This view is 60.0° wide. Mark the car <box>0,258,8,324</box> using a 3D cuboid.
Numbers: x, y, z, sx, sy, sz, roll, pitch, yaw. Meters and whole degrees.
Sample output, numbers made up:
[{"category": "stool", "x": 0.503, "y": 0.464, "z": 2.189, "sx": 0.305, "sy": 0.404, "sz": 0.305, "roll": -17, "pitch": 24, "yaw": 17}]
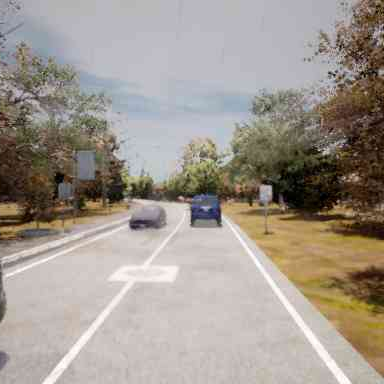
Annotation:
[{"category": "car", "x": -3.515, "y": 1.211, "z": 2.096, "sx": 2.150, "sy": 2.045, "sz": 5.566, "roll": 0, "pitch": 1, "yaw": 1}]

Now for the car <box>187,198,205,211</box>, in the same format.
[{"category": "car", "x": 0.407, "y": 1.613, "z": 43.495, "sx": 1.837, "sy": 1.490, "sz": 4.892, "roll": 1, "pitch": 0, "yaw": -5}]

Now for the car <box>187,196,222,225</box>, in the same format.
[{"category": "car", "x": 0.995, "y": 1.274, "z": 24.597, "sx": 2.150, "sy": 2.045, "sz": 5.566, "roll": 0, "pitch": 0, "yaw": 2}]

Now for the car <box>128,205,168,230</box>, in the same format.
[{"category": "car", "x": -2.735, "y": 1.591, "z": 21.879, "sx": 2.033, "sy": 1.411, "sz": 5.357, "roll": 0, "pitch": 0, "yaw": 3}]
